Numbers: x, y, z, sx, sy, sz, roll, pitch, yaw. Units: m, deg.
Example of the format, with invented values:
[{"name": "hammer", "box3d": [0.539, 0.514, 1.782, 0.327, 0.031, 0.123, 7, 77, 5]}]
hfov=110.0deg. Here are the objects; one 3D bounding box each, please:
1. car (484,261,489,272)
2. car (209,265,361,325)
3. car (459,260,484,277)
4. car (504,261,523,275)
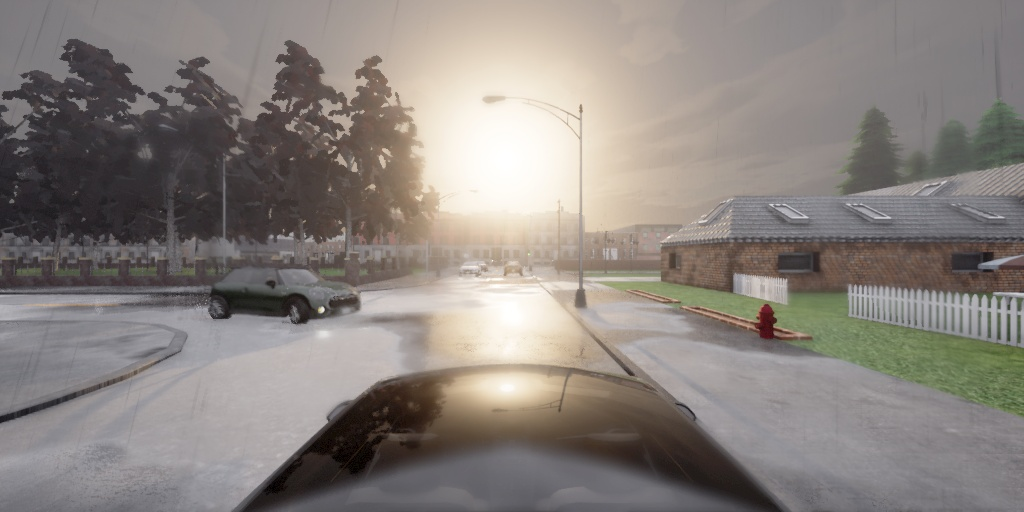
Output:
[{"name": "car", "box3d": [-4.049, 1.275, 45.463, 1.812, 1.442, 4.674, 0, 0, 0]}, {"name": "car", "box3d": [-7.256, 1.101, 11.624, 4.553, 1.767, 2.097, 0, 0, 15]}, {"name": "car", "box3d": [-4.079, 1.275, 35.663, 1.812, 1.442, 4.674, 0, 0, 0]}, {"name": "car", "box3d": [0.129, 1.275, 38.502, 1.812, 1.442, 4.674, 0, 0, 0]}]
